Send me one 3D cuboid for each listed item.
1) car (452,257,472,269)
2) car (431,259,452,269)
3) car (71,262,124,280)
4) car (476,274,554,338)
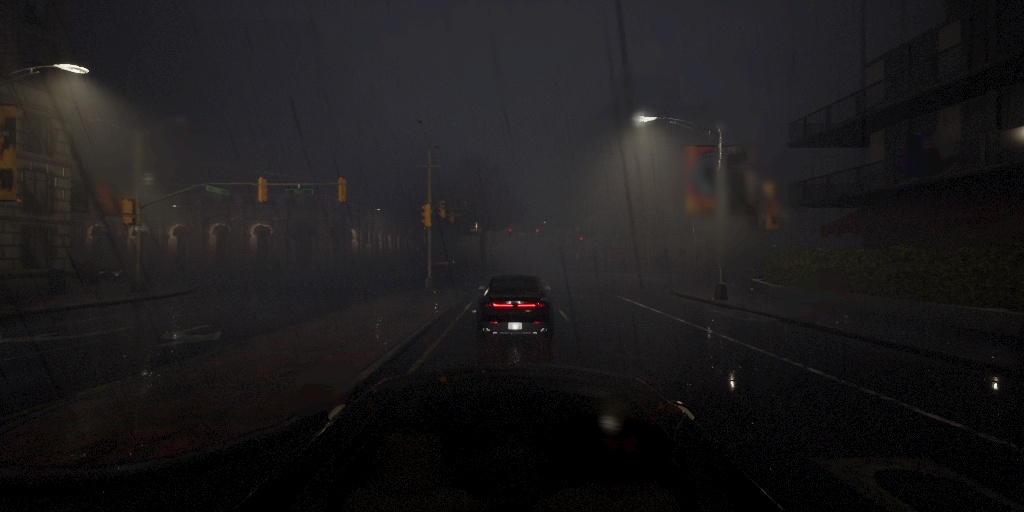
[{"bbox_3d":[-8.053,1.292,58.331,1.812,1.442,4.674,0,0,0],"label":"car"},{"bbox_3d":[-11.543,1.292,58.556,1.812,1.442,4.674,0,0,0],"label":"car"},{"bbox_3d":[-33.900,1.249,28.534,4.902,1.511,2.128,0,0,0],"label":"car"},{"bbox_3d":[0.077,1.257,10.135,1.837,1.490,4.892,0,0,0],"label":"car"}]
